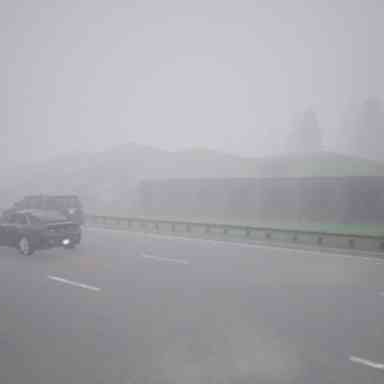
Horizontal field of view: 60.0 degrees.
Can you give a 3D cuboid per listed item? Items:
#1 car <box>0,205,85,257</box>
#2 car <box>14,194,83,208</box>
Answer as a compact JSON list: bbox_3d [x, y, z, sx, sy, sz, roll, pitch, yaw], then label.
[{"bbox_3d":[-6.270,1.437,12.799,4.892,1.490,1.837,0,0,36],"label":"car"},{"bbox_3d":[-8.350,1.126,18.612,5.566,2.045,2.150,0,0,36],"label":"car"}]
